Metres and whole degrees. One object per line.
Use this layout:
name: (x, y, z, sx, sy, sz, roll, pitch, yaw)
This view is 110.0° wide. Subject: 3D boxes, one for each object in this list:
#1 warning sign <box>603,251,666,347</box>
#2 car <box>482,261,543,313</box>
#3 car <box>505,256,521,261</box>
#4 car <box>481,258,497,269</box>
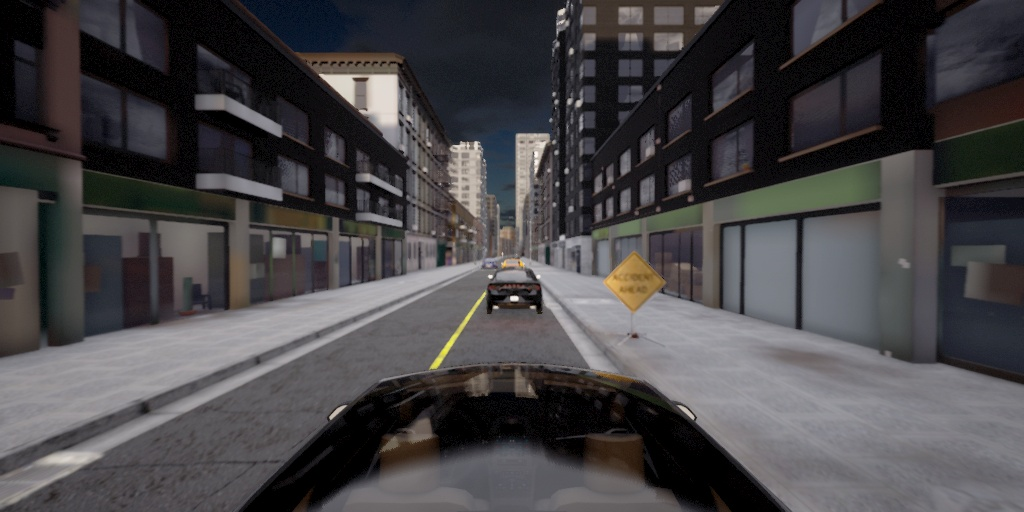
warning sign: (2.518, 0.822, 7.464, 1.300, 1.860, 1.060, 0, 0, 0)
car: (0.089, 1.138, 13.532, 1.882, 1.535, 5.008, 0, 1, 0)
car: (0.088, 1.009, 30.945, 1.882, 1.535, 5.008, 0, 0, 0)
car: (-2.833, 0.951, 45.894, 1.812, 1.442, 4.674, 0, 0, 0)
